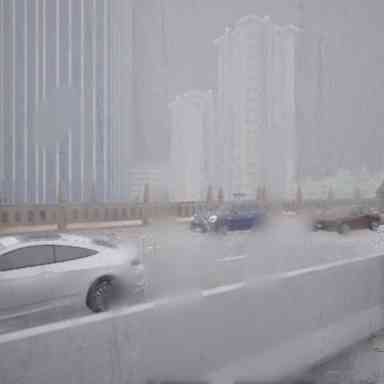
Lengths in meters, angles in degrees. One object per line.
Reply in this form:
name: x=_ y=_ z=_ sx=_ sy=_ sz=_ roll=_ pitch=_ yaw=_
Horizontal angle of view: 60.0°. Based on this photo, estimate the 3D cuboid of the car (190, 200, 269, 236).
car: x=2.107 y=1.354 z=18.384 sx=4.553 sy=1.767 sz=2.097 roll=0 pitch=0 yaw=-35

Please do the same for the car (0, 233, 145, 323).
car: x=-3.126 y=1.526 z=6.061 sx=4.674 sy=1.442 sz=1.812 roll=0 pitch=0 yaw=-35

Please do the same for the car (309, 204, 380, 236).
car: x=8.644 y=1.483 z=18.743 sx=5.008 sy=1.535 sz=1.882 roll=0 pitch=0 yaw=-35
